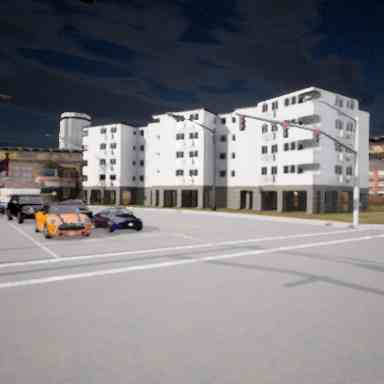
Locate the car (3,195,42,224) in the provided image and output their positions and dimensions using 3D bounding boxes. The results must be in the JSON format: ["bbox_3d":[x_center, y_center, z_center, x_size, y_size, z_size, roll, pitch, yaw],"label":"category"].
[{"bbox_3d":[-12.524,1.243,25.497,2.150,2.045,5.566,1,0,-40],"label":"car"}]

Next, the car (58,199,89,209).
[{"bbox_3d":[-16.868,1.666,47.259,4.181,1.385,1.994,1,0,30],"label":"car"}]

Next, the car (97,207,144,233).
[{"bbox_3d":[-4.617,1.657,20.530,1.994,1.385,4.181,1,0,-35],"label":"car"}]

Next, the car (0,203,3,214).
[{"bbox_3d":[-19.968,1.446,32.496,5.008,1.535,1.882,0,0,35],"label":"car"}]

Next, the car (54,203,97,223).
[{"bbox_3d":[-9.602,1.635,27.302,1.994,1.385,4.181,1,0,-40],"label":"car"}]

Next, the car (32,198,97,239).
[{"bbox_3d":[-6.939,1.398,17.774,2.097,1.767,4.553,1,0,-33],"label":"car"}]

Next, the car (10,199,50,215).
[{"bbox_3d":[-16.886,1.547,34.515,4.674,1.442,1.812,0,0,37],"label":"car"}]
